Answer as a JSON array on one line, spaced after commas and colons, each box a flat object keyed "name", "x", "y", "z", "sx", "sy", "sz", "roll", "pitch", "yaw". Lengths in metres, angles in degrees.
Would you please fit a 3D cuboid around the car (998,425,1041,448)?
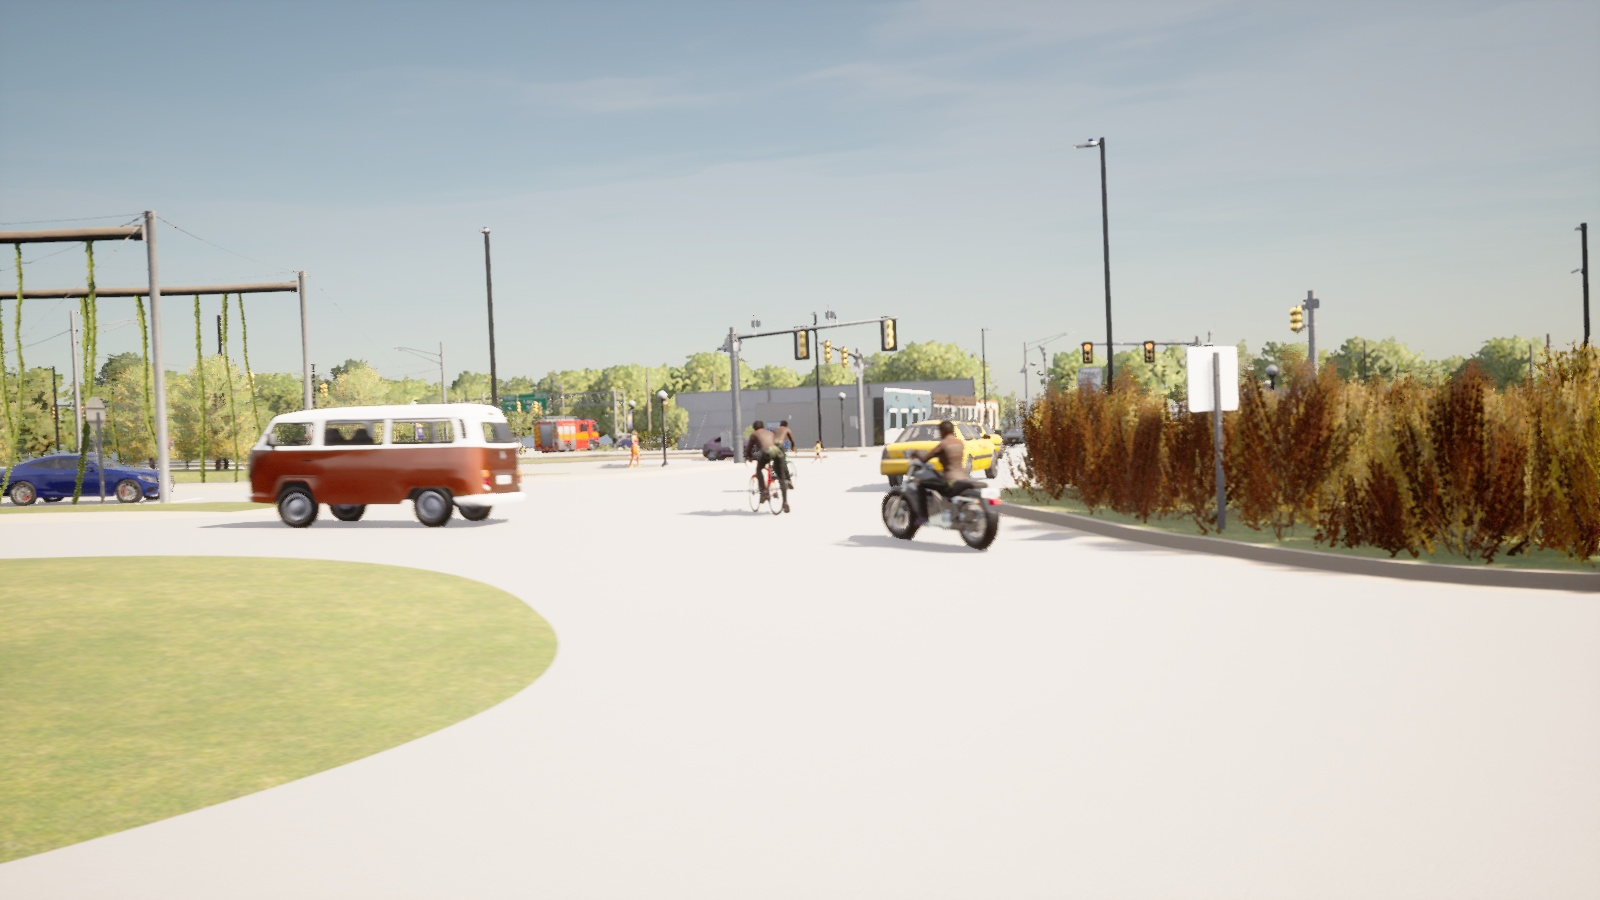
[{"name": "car", "x": 14.911, "y": -0.906, "z": 85.128, "sx": 1.994, "sy": 1.385, "sz": 4.181, "roll": -2, "pitch": 1, "yaw": 22}]

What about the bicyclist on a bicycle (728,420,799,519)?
[{"name": "bicyclist on a bicycle", "x": -0.645, "y": 0.316, "z": 21.722, "sx": 0.582, "sy": 1.620, "sz": 1.656, "roll": -4, "pitch": 2, "yaw": -23}]

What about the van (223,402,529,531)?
[{"name": "van", "x": -7.166, "y": 0.290, "z": 21.424, "sx": 4.480, "sy": 2.038, "sz": 2.069, "roll": -1, "pitch": 0, "yaw": 11}]

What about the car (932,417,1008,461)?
[{"name": "car", "x": 6.672, "y": -0.421, "z": 48.756, "sx": 1.801, "sy": 1.575, "sz": 5.366, "roll": -2, "pitch": 0, "yaw": 20}]

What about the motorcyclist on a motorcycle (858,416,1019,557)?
[{"name": "motorcyclist on a motorcycle", "x": 1.730, "y": 0.418, "z": 16.143, "sx": 0.766, "sy": 1.649, "sz": 2.350, "roll": -3, "pitch": 2, "yaw": -30}]

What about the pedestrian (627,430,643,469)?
[{"name": "pedestrian", "x": -7.921, "y": -0.021, "z": 60.285, "sx": 0.594, "sy": 1.836, "sz": 0.345, "roll": -2, "pitch": 1, "yaw": 18}]

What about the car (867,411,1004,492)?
[{"name": "car", "x": 3.188, "y": -0.034, "z": 28.434, "sx": 1.801, "sy": 1.575, "sz": 5.366, "roll": -2, "pitch": 1, "yaw": 20}]

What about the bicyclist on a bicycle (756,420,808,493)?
[{"name": "bicyclist on a bicycle", "x": -0.406, "y": 0.137, "z": 29.058, "sx": 0.582, "sy": 1.620, "sz": 1.656, "roll": -3, "pitch": 0, "yaw": 20}]

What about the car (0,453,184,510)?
[{"name": "car", "x": -20.478, "y": 0.898, "z": 35.992, "sx": 4.674, "sy": 1.442, "sz": 1.812, "roll": -1, "pitch": 1, "yaw": -5}]

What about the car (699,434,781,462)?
[{"name": "car", "x": -3.369, "y": -0.095, "z": 70.722, "sx": 4.193, "sy": 1.474, "sz": 1.816, "roll": -1, "pitch": 1, "yaw": 16}]
